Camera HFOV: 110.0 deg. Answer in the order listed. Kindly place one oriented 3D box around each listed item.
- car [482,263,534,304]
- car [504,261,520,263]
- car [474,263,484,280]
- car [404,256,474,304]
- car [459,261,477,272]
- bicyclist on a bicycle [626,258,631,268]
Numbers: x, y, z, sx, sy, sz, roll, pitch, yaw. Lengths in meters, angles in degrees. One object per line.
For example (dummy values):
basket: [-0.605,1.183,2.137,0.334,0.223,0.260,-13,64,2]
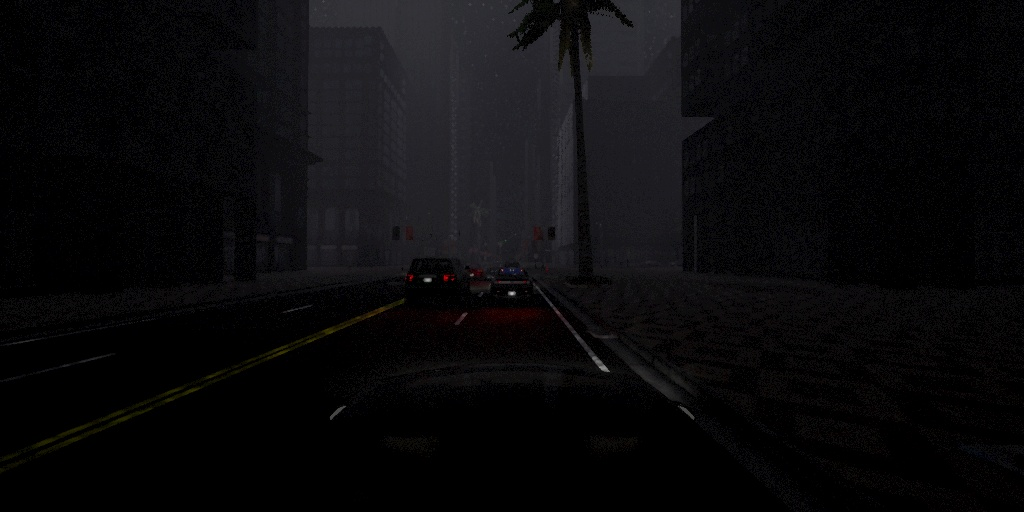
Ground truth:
car: [0.000,1.263,16.503,2.128,1.511,4.902,0,0,0]
car: [-0.001,1.184,31.476,2.097,1.767,4.553,0,0,0]
car: [-3.251,1.351,31.505,1.812,1.442,4.674,0,0,0]
car: [-3.250,1.026,16.534,2.150,2.045,5.566,0,0,0]
car: [-6.500,1.490,53.369,2.128,1.511,4.902,0,-1,0]
bicyclist on a bicycle: [18.393,1.174,56.919,0.582,1.620,1.656,0,-1,-1]
